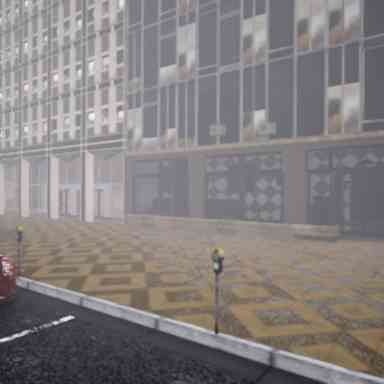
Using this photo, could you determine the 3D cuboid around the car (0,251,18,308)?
[{"bbox_3d":[-5.346,1.462,6.680,4.097,1.590,1.967,0,0,36],"label":"car"}]
